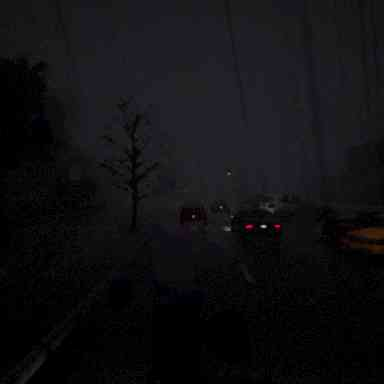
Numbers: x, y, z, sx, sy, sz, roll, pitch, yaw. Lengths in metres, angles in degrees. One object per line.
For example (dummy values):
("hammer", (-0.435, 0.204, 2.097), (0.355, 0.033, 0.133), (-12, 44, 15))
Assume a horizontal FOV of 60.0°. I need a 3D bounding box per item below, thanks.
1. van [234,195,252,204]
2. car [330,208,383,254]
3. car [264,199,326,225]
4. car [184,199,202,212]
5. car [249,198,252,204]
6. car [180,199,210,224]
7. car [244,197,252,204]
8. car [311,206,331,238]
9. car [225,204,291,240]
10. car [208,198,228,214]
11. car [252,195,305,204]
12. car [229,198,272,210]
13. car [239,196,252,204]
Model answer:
("van", (7.970, 1.372, 41.778), (4.442, 1.987, 1.878), (1, 0, -20))
("car", (7.899, 1.483, 11.932), (5.366, 1.575, 1.946), (1, 0, -20))
("car", (8.083, 1.509, 23.921), (4.892, 1.521, 2.231), (1, 0, -20))
("car", (0.106, 1.594, 40.886), (2.128, 1.511, 4.902), (0, 0, 0))
("car", (8.080, 1.531, 29.887), (5.008, 1.535, 2.097), (1, 0, -20))
("car", (0.104, 1.497, 24.635), (1.882, 1.535, 5.008), (0, 0, 0))
("car", (8.068, 1.548, 32.872), (4.892, 1.521, 2.231), (1, -1, -20))
("car", (8.068, 1.530, 14.980), (4.674, 1.452, 2.002), (1, 0, -20))
("car", (3.102, 1.547, 16.898), (2.033, 1.411, 5.357), (0, 0, 0))
("car", (3.105, 1.645, 37.348), (1.994, 1.385, 4.181), (0, 0, 0))
("car", (8.103, 1.267, 26.923), (5.566, 2.045, 2.435), (1, 0, -20))
("car", (7.904, 1.612, 44.735), (5.366, 1.575, 1.946), (1, 0, -20))
("car", (8.249, 1.562, 35.920), (5.366, 1.575, 1.946), (1, -1, -20))
